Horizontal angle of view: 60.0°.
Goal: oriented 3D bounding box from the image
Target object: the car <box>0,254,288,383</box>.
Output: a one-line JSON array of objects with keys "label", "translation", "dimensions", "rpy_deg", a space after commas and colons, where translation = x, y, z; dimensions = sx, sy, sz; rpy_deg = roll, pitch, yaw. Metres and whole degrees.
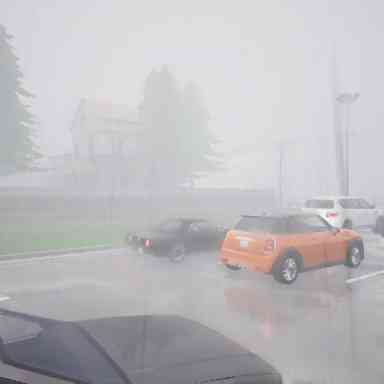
[{"label": "car", "translation": [-1.759, 1.548, 1.982], "dimensions": [5.357, 1.411, 2.033], "rpy_deg": [0, 0, -35]}]

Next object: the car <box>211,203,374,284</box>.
[{"label": "car", "translation": [3.078, 1.352, 9.789], "dimensions": [4.553, 1.767, 2.097], "rpy_deg": [0, 0, -36]}]

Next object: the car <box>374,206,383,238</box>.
[{"label": "car", "translation": [10.533, 1.479, 15.133], "dimensions": [5.008, 1.535, 1.882], "rpy_deg": [0, 0, -36]}]

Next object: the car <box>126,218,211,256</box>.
[{"label": "car", "translation": [0.161, 1.601, 11.990], "dimensions": [4.718, 1.301, 1.895], "rpy_deg": [0, 0, -36]}]

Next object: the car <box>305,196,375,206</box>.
[{"label": "car", "translation": [8.093, 1.223, 17.687], "dimensions": [5.566, 2.045, 2.150], "rpy_deg": [0, 0, -36]}]
